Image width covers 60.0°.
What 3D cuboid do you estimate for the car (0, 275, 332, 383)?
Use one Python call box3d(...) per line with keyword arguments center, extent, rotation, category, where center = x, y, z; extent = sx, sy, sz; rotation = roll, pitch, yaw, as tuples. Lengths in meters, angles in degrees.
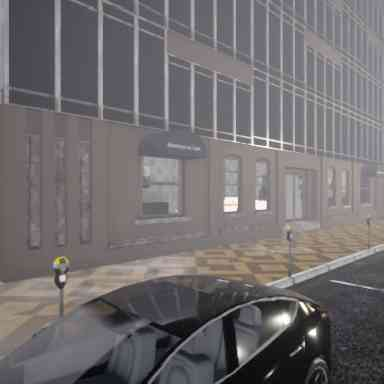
box3d(center=(-0.338, 1.566, 2.855), extent=(4.313, 1.339, 1.947), rotation=(0, 0, -44), category="car")
